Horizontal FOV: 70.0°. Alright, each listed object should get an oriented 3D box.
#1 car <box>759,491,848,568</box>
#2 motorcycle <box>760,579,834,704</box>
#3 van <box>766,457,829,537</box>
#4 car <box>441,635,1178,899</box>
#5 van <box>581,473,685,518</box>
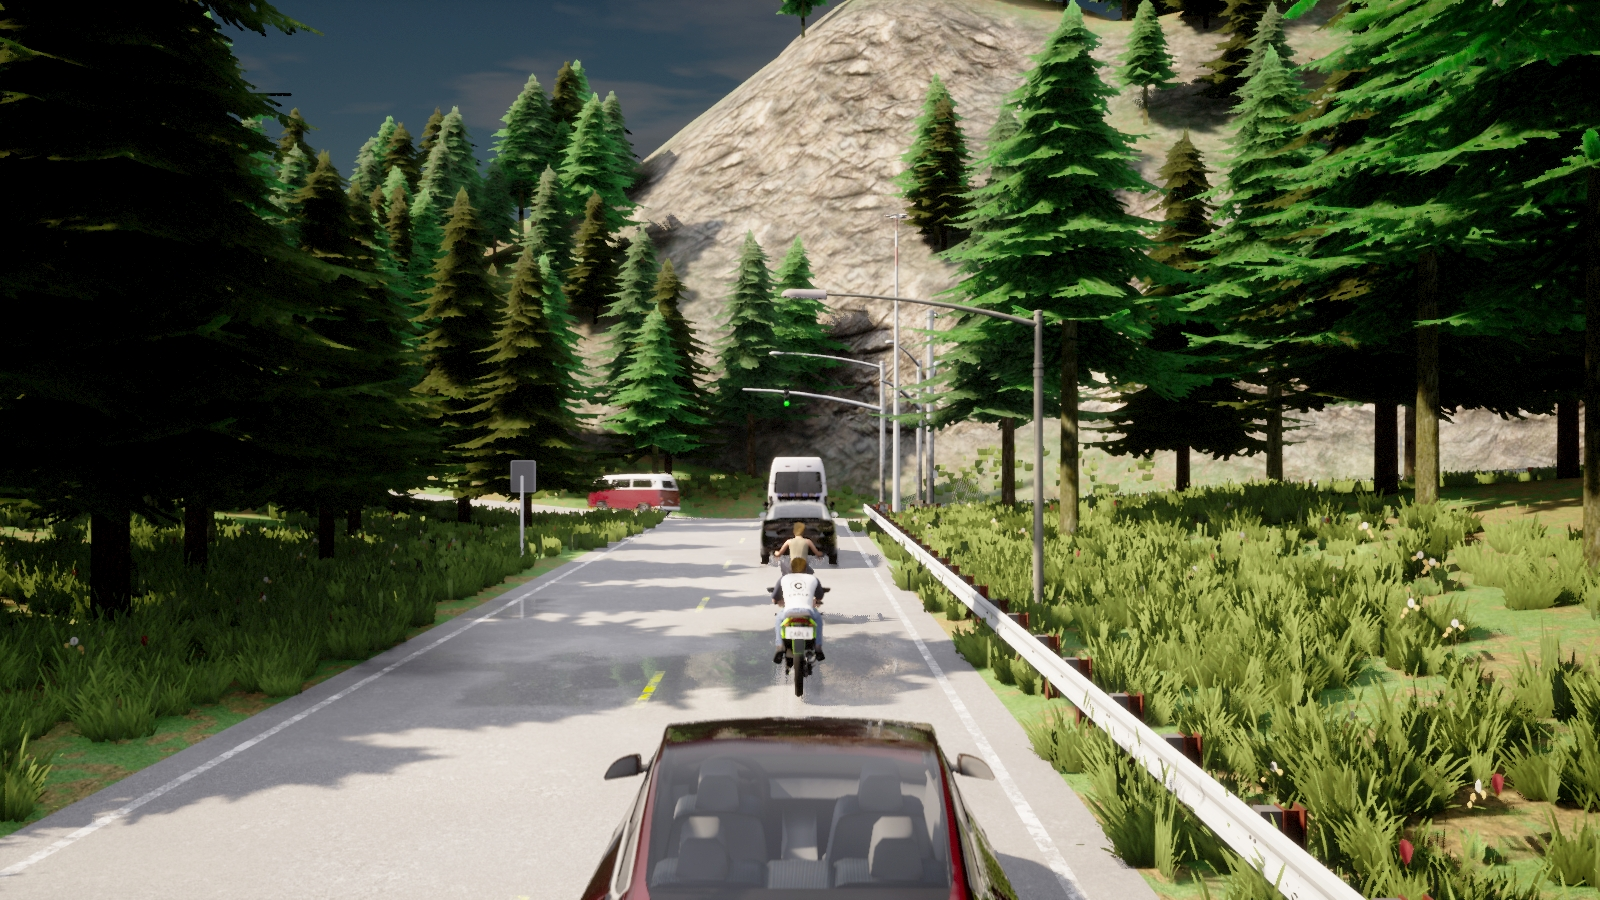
[{"bbox_3d":[0.077,1.982,29.621,2.097,1.638,5.238,0,0,0],"label":"car"},{"bbox_3d":[-0.034,2.213,13.541,0.803,1.145,2.033,0,0,0],"label":"motorcycle"},{"bbox_3d":[-0.176,1.534,40.048,1.988,2.561,5.915,0,0,-2],"label":"van"},{"bbox_3d":[0.026,2.063,5.738,2.163,1.488,4.792,0,0,0],"label":"car"},{"bbox_3d":[-7.902,2.160,53.923,4.480,2.038,2.069,-1,-4,29],"label":"van"}]
